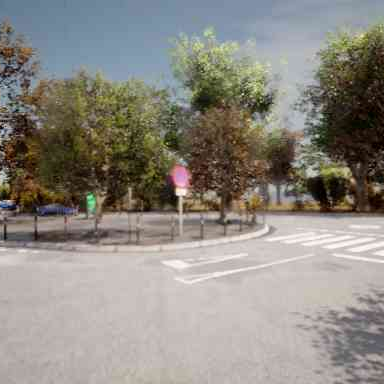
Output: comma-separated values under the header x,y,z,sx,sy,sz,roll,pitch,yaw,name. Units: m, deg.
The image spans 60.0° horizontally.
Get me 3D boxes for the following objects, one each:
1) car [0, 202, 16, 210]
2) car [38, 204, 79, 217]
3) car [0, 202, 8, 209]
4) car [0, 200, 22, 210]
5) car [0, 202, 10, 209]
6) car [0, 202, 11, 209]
x,y,z,sx,sy,sz,roll,pitch,yaw,name
-40.343,3.006,70.611,4.892,1.521,2.231,-1,-1,-37,car
-14.745,2.045,36.536,4.674,1.442,1.812,-1,-1,15,car
-47.109,3.230,79.652,5.008,1.535,2.097,0,-1,-37,car
-35.330,2.695,63.777,4.553,1.767,2.185,-1,0,-37,car
-45.421,3.175,77.389,5.008,1.535,2.097,-1,-1,-37,car
-43.731,3.120,75.127,4.892,1.521,2.231,0,-1,-37,car
